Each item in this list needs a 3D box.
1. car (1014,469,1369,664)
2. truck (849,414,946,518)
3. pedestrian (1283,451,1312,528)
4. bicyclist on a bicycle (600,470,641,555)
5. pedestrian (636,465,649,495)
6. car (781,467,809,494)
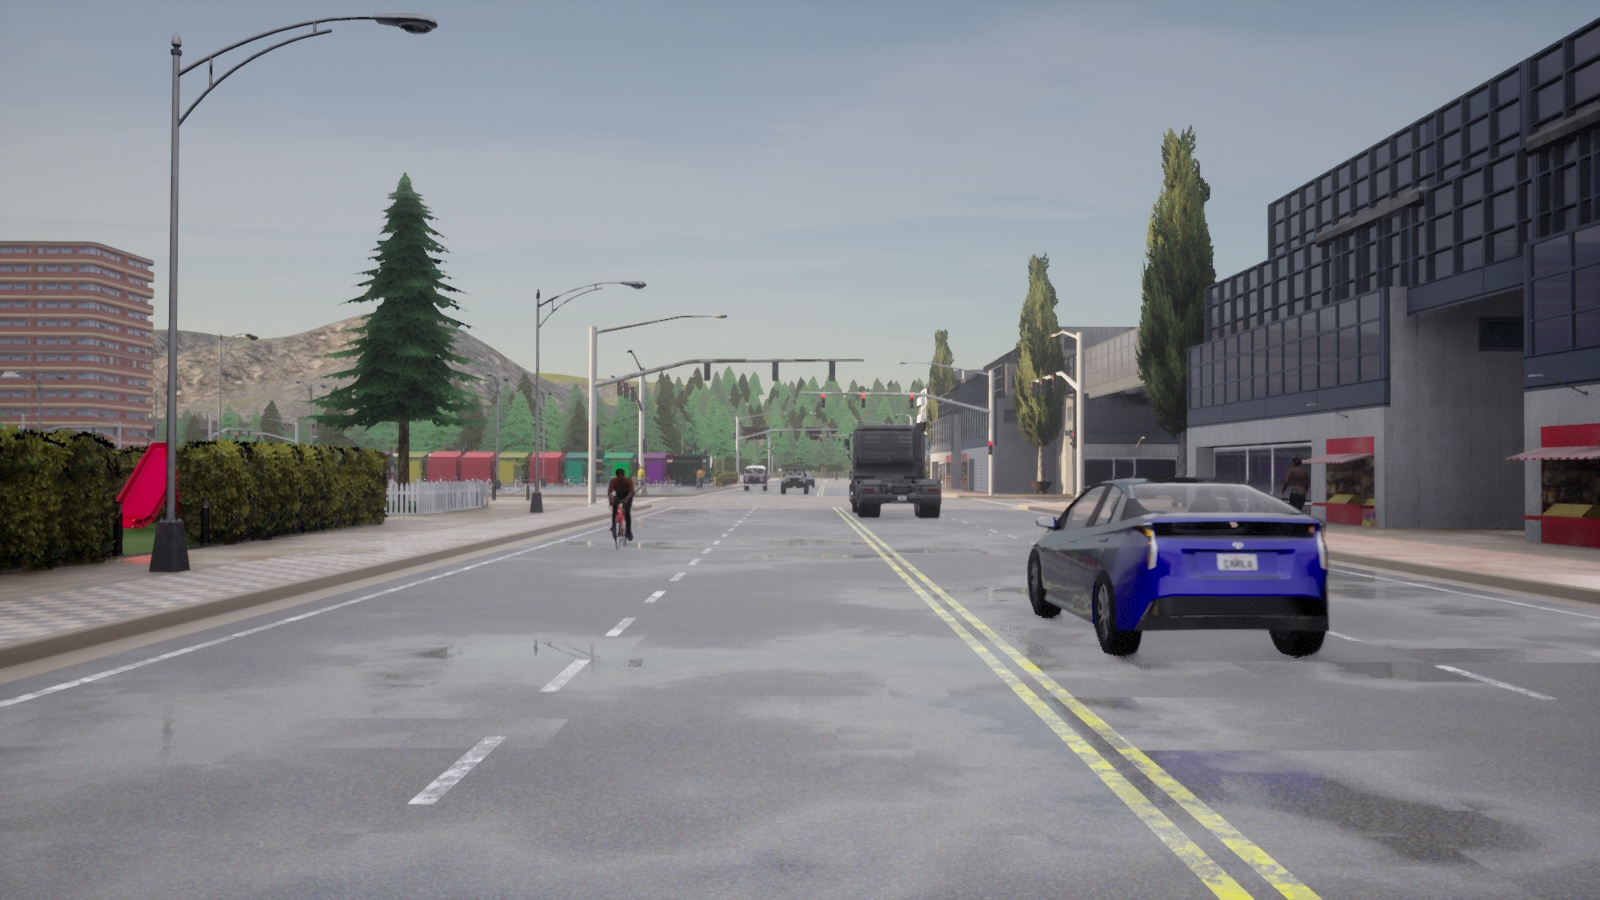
[{"bbox_3d":[3.470,0.956,12.164,2.007,1.525,4.514,0,-1,0],"label":"car"},{"bbox_3d":[3.384,0.598,45.584,2.891,3.462,7.936,0,-1,0],"label":"truck"},{"bbox_3d":[11.807,0.936,29.809,0.328,1.805,0.869,0,-1,0],"label":"pedestrian"},{"bbox_3d":[-3.562,1.209,24.989,0.582,1.620,1.656,0,-1,0],"label":"bicyclist on a bicycle"},{"bbox_3d":[-9.499,1.799,75.606,0.706,1.836,0.354,0,-1,-33],"label":"pedestrian"},{"bbox_3d":[-0.334,2.108,87.592,1.905,1.878,3.866,0,-1,1],"label":"car"}]
